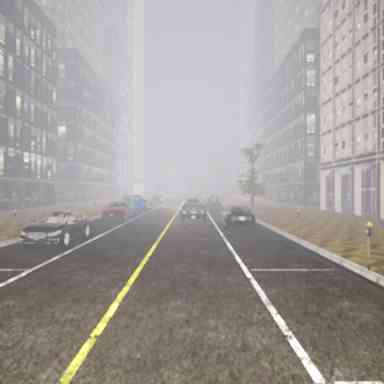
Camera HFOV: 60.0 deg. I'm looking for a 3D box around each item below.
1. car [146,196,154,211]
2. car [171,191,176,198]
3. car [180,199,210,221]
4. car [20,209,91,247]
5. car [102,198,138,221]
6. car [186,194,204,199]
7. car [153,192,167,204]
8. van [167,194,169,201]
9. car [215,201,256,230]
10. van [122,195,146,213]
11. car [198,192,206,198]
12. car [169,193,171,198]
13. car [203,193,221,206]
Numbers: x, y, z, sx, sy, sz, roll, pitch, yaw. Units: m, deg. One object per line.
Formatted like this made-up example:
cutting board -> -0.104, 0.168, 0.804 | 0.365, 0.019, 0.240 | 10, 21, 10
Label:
car -> -5.676, 1.351, 37.081 | 1.802, 1.307, 4.206 | 0, 0, 0
car -> -5.660, 0.953, 88.138 | 1.752, 1.417, 4.829 | 0, 0, 0
car -> 0.108, 1.445, 25.234 | 1.895, 1.301, 4.718 | 0, 0, 0
car -> -5.683, 1.463, 14.312 | 2.008, 1.369, 4.403 | 0, 0, 0
car -> -5.679, 1.386, 25.697 | 1.887, 1.381, 4.507 | 0, 0, 0
car -> 0.112, 1.300, 42.075 | 1.994, 1.385, 4.181 | 0, 0, 0
car -> -5.670, 1.097, 54.156 | 1.967, 1.590, 4.097 | 0, 0, 0
van -> -5.667, 0.960, 59.848 | 1.690, 1.788, 3.998 | 0, 0, 0
car -> 2.700, 1.442, 19.989 | 1.947, 1.339, 4.313 | 0, 0, 0
van -> -5.677, 1.146, 31.388 | 1.690, 1.788, 3.998 | 0, 0, 0
car -> 2.722, 0.866, 88.290 | 1.967, 1.590, 4.097 | 0, 0, 0
car -> -5.667, 1.146, 65.542 | 1.947, 1.339, 4.313 | 0, 0, 0
car -> 2.708, 1.172, 42.755 | 1.967, 1.590, 4.097 | 0, 0, 0
